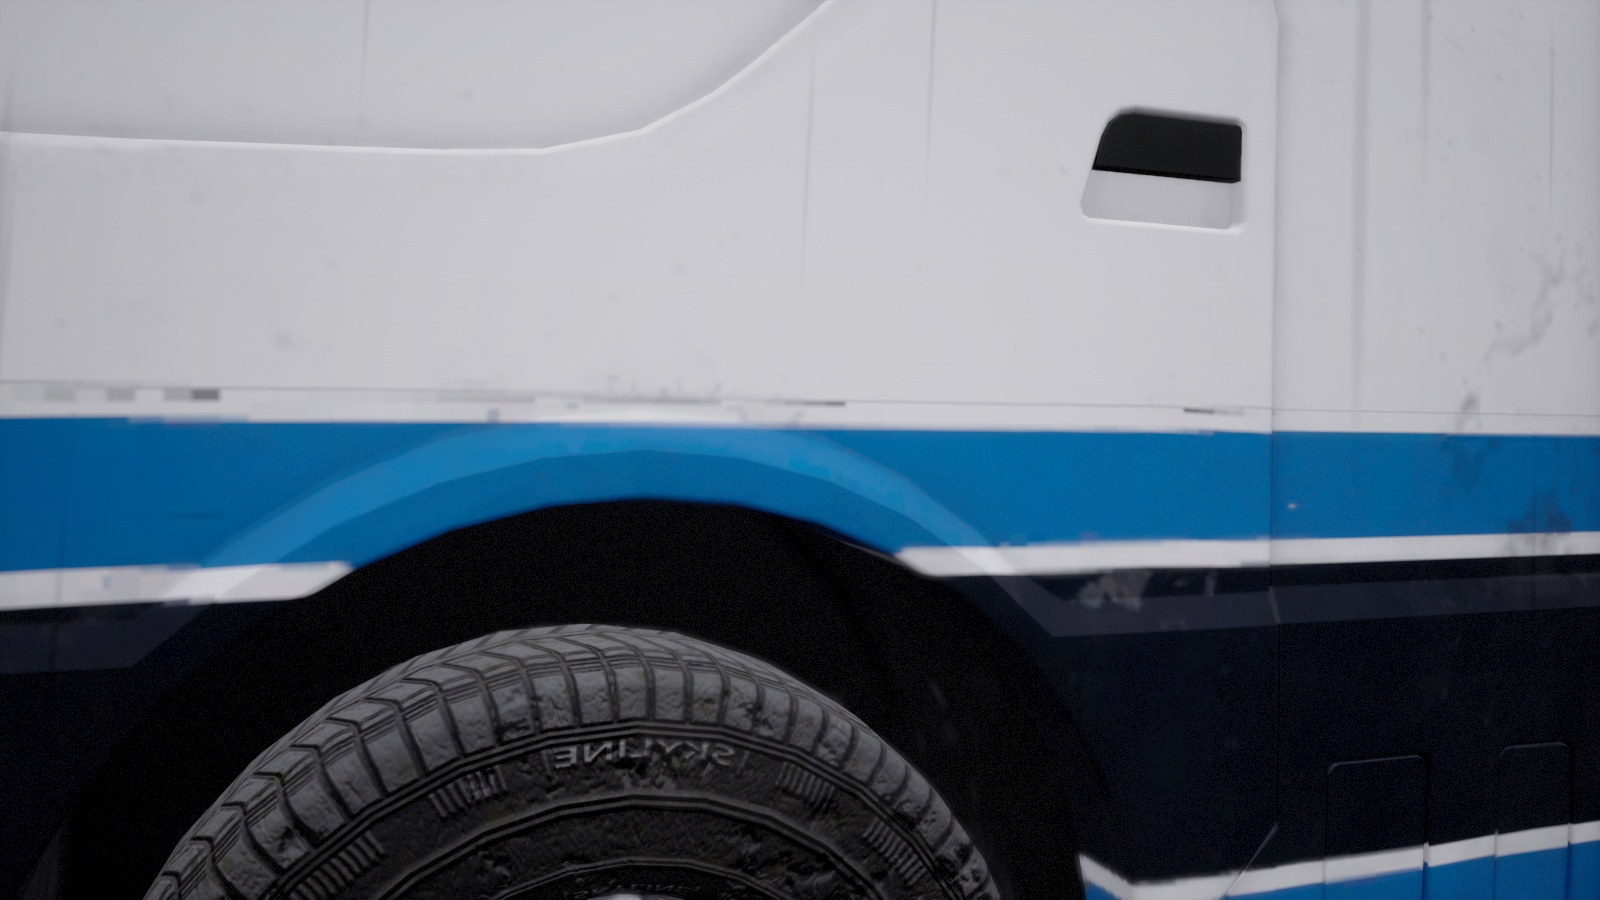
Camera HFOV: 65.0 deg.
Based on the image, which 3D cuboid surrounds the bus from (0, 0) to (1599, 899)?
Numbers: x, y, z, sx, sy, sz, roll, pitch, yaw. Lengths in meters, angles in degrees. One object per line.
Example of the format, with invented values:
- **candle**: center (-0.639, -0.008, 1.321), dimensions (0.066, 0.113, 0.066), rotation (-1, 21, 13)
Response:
- **bus**: center (2.054, -0.666, 4.002), dimensions (10.273, 4.253, 3.944), rotation (-1, 1, -21)
